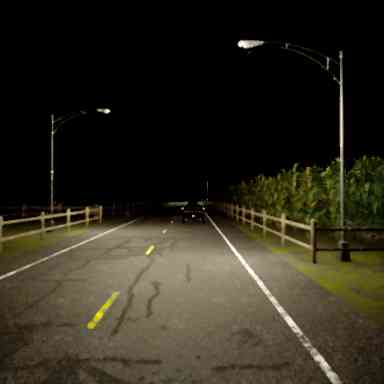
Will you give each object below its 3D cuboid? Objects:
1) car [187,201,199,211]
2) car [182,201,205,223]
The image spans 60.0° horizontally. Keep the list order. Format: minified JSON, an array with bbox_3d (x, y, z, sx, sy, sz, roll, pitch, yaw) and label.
[{"bbox_3d":[0.111,2.175,52.034,1.812,1.442,4.674,0,-1,0],"label":"car"},{"bbox_3d":[0.106,1.839,29.677,1.882,1.535,5.008,0,-1,0],"label":"car"}]
